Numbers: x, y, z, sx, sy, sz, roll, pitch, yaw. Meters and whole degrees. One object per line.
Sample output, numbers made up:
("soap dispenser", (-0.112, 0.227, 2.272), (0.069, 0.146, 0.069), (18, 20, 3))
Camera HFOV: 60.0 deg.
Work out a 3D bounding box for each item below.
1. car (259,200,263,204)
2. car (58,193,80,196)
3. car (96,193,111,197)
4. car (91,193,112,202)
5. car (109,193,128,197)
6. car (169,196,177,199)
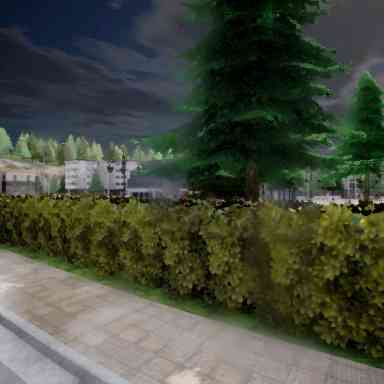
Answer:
("car", (9.648, 1.352, 44.189), (2.097, 1.767, 4.553), (0, 0, 43))
("car", (-28.396, 1.153, 79.405), (2.152, 1.636, 5.027), (0, 0, 43))
("car", (-16.710, 1.097, 68.913), (1.932, 1.855, 4.605), (0, 0, 43))
("car", (-19.104, 1.076, 70.610), (1.905, 1.878, 3.866), (0, 0, 43))
("car", (-10.572, 1.384, 52.698), (1.970, 1.475, 3.806), (0, 0, 43))
("car", (-3.307, 1.373, 56.039), (1.845, 1.501, 3.633), (0, 0, 43))
